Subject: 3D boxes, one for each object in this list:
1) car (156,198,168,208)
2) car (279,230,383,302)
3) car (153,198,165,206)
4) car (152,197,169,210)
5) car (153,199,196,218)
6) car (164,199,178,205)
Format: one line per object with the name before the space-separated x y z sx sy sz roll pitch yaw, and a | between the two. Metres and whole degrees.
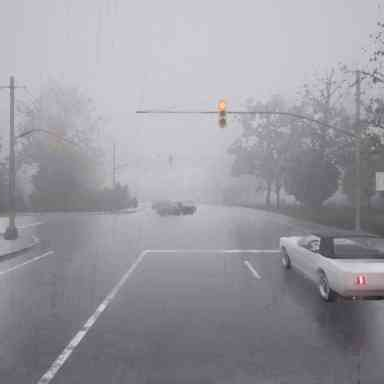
car | -4.843 1.721 53.207 1.837 1.490 4.892 0 -1 -7
car | 3.596 1.601 8.196 1.895 1.301 4.718 0 0 0
car | -6.381 1.924 63.953 1.882 1.535 5.008 0 -1 -10
car | -4.059 1.425 43.105 2.097 1.767 4.553 0 -1 -3
car | -1.297 1.602 30.390 1.895 1.301 4.718 0 0 24
car | -4.613 2.218 72.506 1.895 1.301 4.718 0 -1 -16
